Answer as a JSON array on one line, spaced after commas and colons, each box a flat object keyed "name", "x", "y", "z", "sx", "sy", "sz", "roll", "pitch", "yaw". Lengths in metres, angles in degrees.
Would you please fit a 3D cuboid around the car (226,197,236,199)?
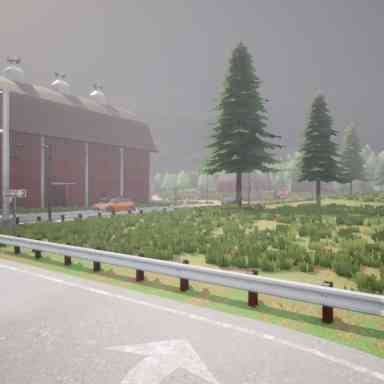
[{"name": "car", "x": 6.386, "y": 1.533, "z": 53.851, "sx": 1.837, "sy": 1.490, "sz": 4.892, "roll": 0, "pitch": -1, "yaw": 37}]

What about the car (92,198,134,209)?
[{"name": "car", "x": -8.089, "y": 1.379, "z": 34.417, "sx": 2.097, "sy": 1.767, "sz": 4.553, "roll": 0, "pitch": 0, "yaw": 37}]

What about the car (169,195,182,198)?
[{"name": "car", "x": -4.305, "y": 1.532, "z": 85.492, "sx": 1.816, "sy": 1.474, "sz": 4.193, "roll": 0, "pitch": 0, "yaw": 36}]
